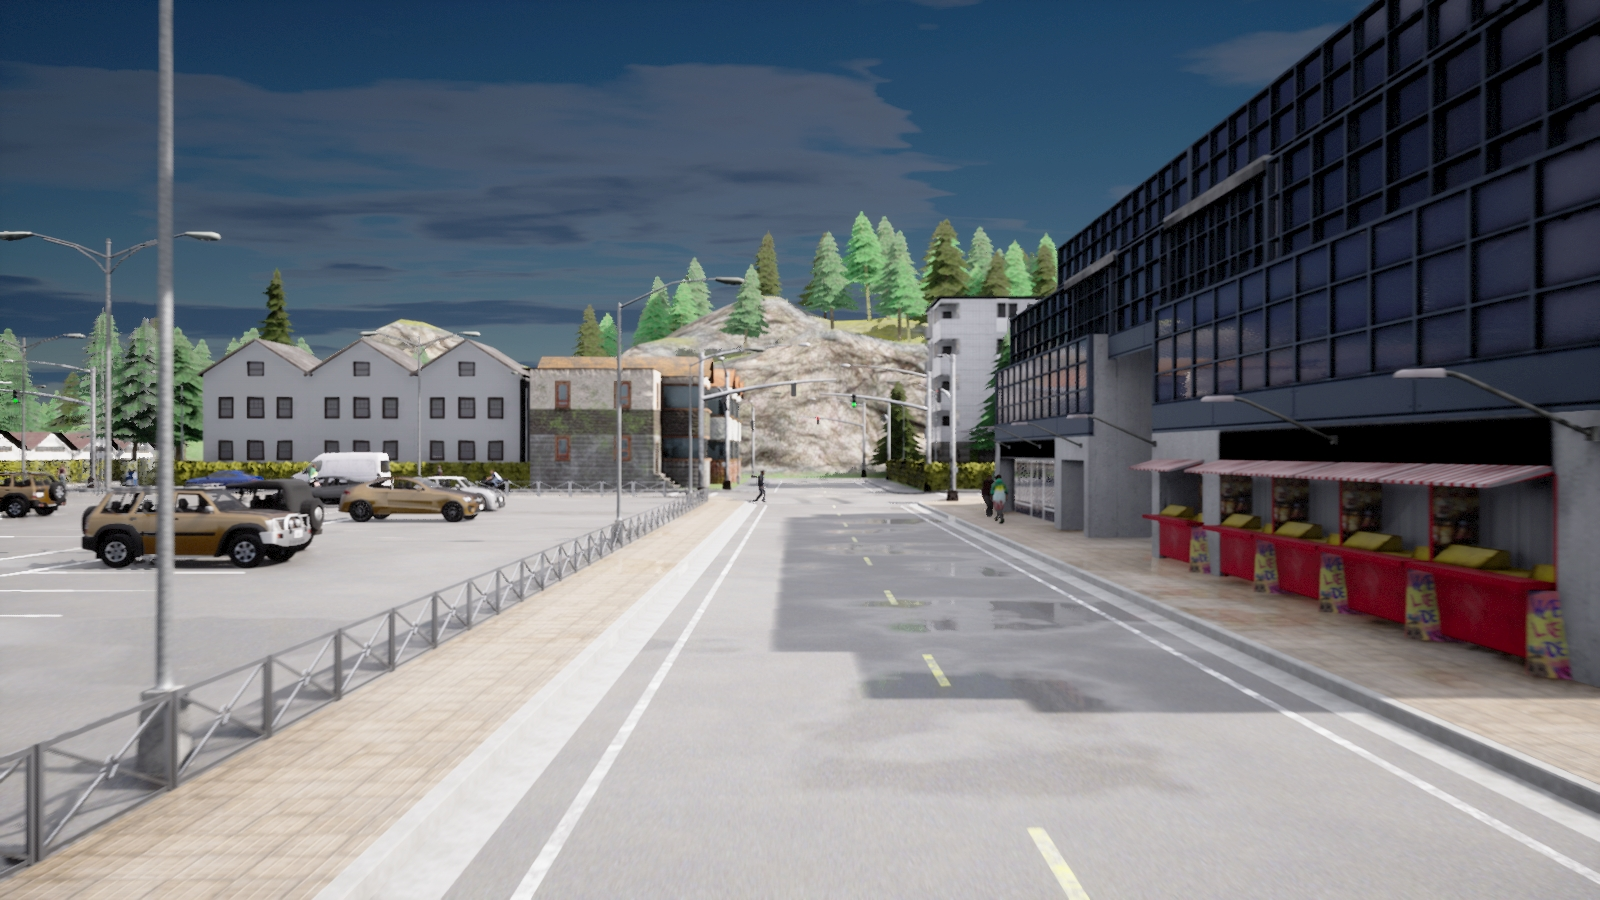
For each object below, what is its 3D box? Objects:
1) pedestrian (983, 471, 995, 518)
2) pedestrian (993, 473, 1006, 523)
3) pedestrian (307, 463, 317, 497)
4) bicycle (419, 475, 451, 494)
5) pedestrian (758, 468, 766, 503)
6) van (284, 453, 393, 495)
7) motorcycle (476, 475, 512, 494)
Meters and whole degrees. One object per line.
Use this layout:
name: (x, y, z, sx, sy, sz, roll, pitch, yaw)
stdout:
pedestrian: (7.609, 1.777, 45.964, 0.375, 1.860, 0.375, 0, 0, -7)
pedestrian: (7.395, 1.768, 42.285, 0.375, 1.860, 0.375, 0, 0, -9)
pedestrian: (-26.393, 1.629, 61.788, 0.375, 1.860, 0.375, 0, 0, 0)
bicycle: (-22.634, 2.127, 70.841, 1.835, 1.171, 0.329, 0, 0, 0)
pedestrian: (-2.057, 1.933, 61.741, 0.375, 1.860, 0.375, 0, 0, 15)
van: (-28.561, 1.445, 70.797, 5.915, 2.561, 1.988, 0, 0, 0)
motorcycle: (-18.942, 2.134, 70.786, 2.033, 1.145, 0.803, 0, 0, 0)
